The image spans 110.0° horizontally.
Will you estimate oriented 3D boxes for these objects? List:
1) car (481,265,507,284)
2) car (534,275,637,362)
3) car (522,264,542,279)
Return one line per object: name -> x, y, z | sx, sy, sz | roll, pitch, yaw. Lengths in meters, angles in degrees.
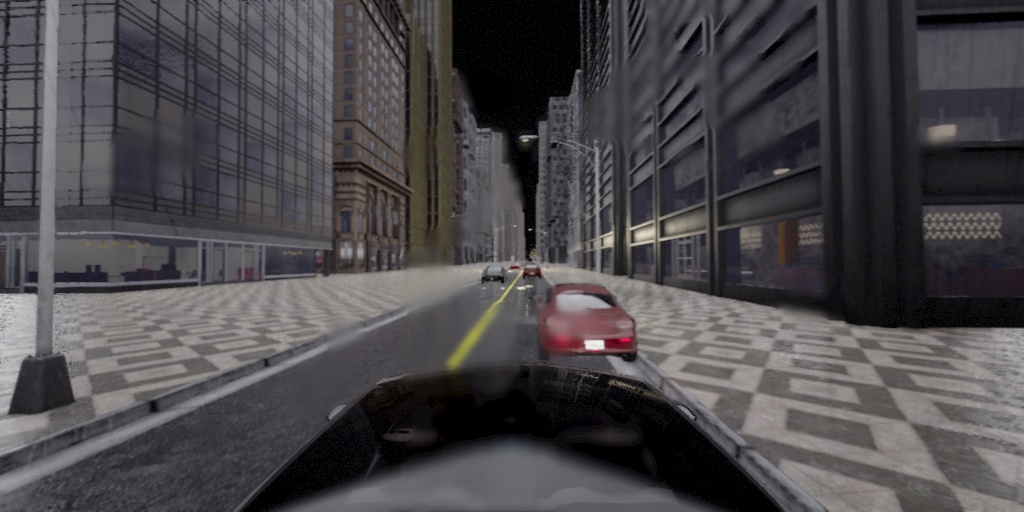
car -> -1.453, 1.536, 30.661 | 1.882, 1.535, 5.008 | 0, -1, 3
car -> 1.501, 1.334, 8.276 | 1.812, 1.442, 4.674 | 0, -1, 3
car -> 2.111, 1.585, 37.686 | 1.882, 1.535, 5.008 | 0, -1, 3
